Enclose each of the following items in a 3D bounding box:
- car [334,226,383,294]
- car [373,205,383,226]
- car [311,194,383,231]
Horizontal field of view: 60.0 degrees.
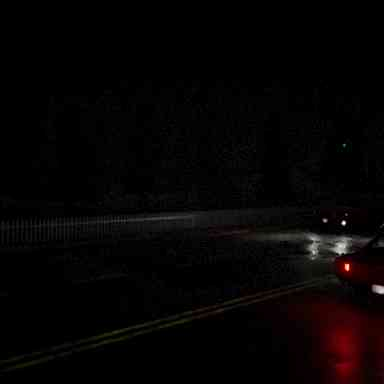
[{"bbox_3d":[5.401,1.565,7.631,4.718,1.301,1.895,0,0,-35],"label":"car"},{"bbox_3d":[11.012,1.450,16.181,4.674,1.442,1.812,0,0,-36],"label":"car"},{"bbox_3d":[9.304,1.145,19.263,5.566,2.045,2.150,0,0,-36],"label":"car"}]
